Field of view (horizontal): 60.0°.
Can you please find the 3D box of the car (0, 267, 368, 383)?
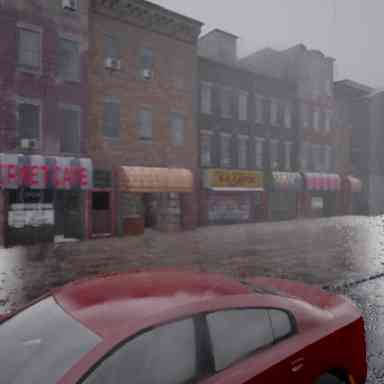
[{"bbox_3d":[-0.580,1.475,2.653,5.008,1.535,1.882,0,0,-36],"label":"car"}]
